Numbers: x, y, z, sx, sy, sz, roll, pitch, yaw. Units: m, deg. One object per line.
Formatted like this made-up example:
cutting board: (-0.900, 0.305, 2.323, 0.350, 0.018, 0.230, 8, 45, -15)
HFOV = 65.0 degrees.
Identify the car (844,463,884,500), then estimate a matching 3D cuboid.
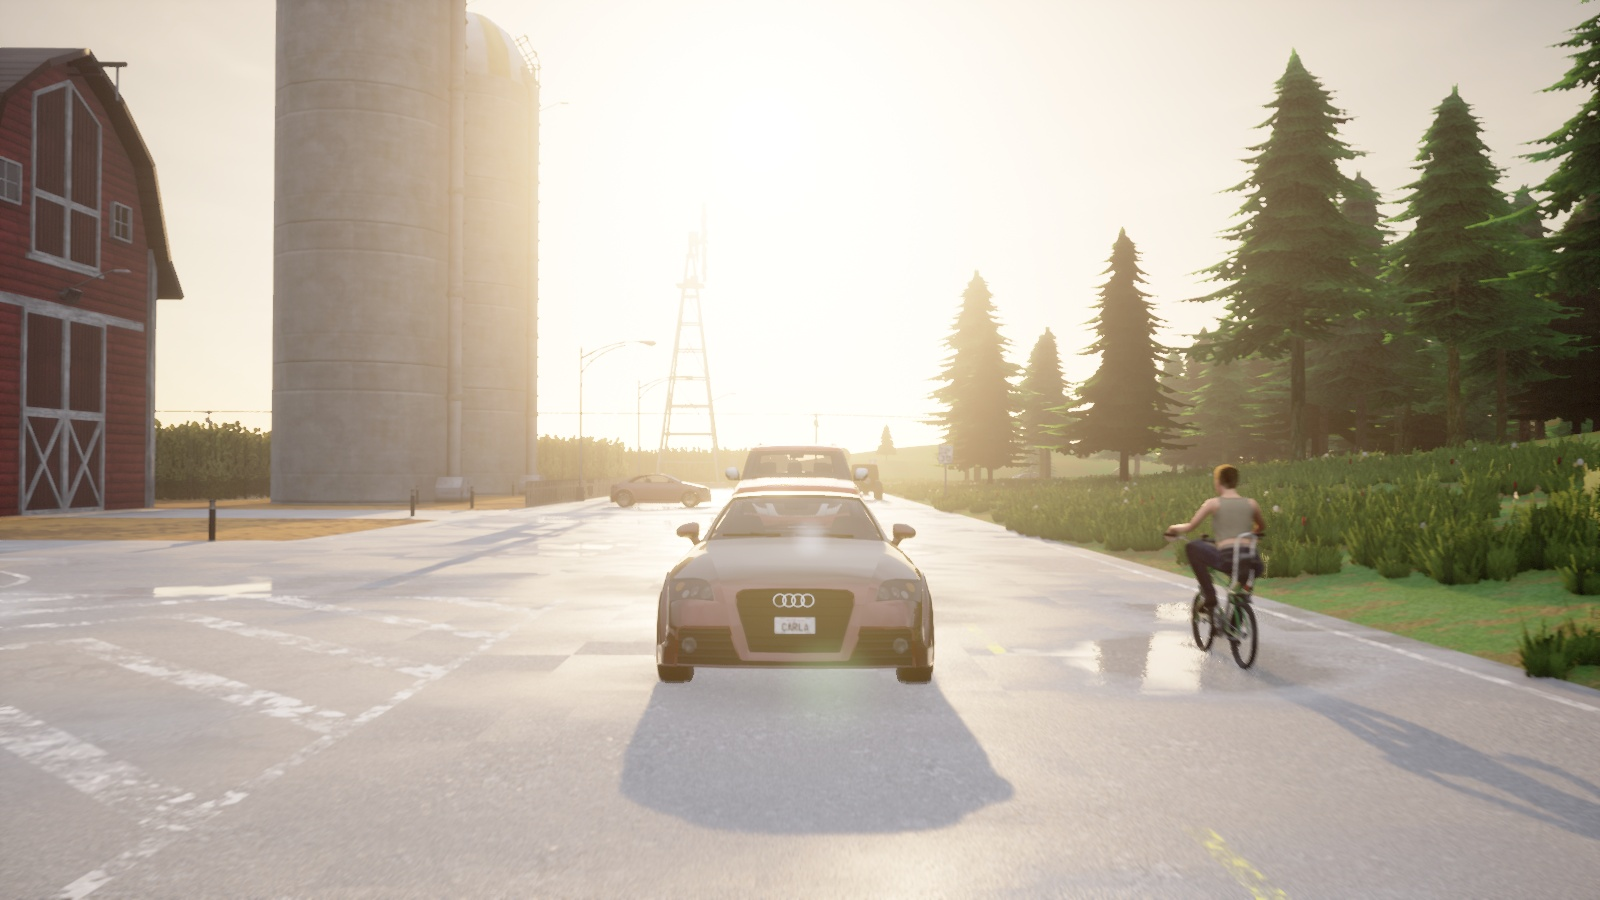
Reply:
car: (3.339, 1.622, 66.214, 1.905, 1.878, 3.866, 0, -1, 0)

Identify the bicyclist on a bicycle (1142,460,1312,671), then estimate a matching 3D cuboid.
bicyclist on a bicycle: (3.478, 0.896, 10.380, 0.866, 1.612, 1.509, 0, -1, 0)

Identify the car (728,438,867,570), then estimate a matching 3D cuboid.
car: (-0.057, 0.877, 22.278, 2.150, 2.045, 5.566, 0, -1, 0)

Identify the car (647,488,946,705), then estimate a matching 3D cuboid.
car: (-0.024, 1.040, 10.477, 1.994, 1.385, 4.181, 0, -1, 0)
